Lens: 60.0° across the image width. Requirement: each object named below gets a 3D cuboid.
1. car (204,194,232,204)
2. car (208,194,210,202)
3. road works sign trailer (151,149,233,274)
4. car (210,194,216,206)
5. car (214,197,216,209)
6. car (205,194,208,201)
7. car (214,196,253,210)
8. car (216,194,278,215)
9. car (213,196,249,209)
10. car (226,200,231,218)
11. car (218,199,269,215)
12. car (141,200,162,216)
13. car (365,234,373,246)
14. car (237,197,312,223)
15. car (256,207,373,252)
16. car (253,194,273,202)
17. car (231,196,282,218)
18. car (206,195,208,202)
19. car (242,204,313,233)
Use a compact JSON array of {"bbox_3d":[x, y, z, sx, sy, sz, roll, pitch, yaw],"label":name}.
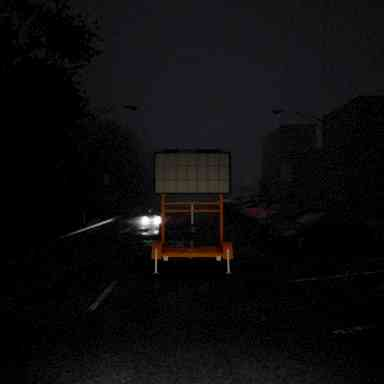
[{"bbox_3d":[5.549,1.391,70.877,5.566,2.045,2.435,1,0,-20],"label":"car"},{"bbox_3d":[5.528,1.447,52.837,4.553,1.767,2.185,1,0,-20],"label":"car"},{"bbox_3d":[0.009,0.465,10.529,2.380,3.560,2.880,0,0,0],"label":"road works sign trailer"},{"bbox_3d":[5.405,1.271,37.805,5.566,2.045,2.435,1,0,-20],"label":"car"},{"bbox_3d":[5.223,1.503,31.746,5.366,1.575,1.946,1,0,-20],"label":"car"},{"bbox_3d":[5.347,1.613,64.784,5.366,1.575,1.946,1,0,-20],"label":"car"},{"bbox_3d":[5.425,1.414,43.819,4.553,1.767,2.185,1,0,-20],"label":"car"},{"bbox_3d":[5.373,1.252,28.788,5.566,2.045,2.435,1,0,-20],"label":"car"},{"bbox_3d":[5.439,1.424,46.820,4.553,1.767,2.185,1,0,-20],"label":"car"},{"bbox_3d":[5.365,1.538,25.810,4.674,1.452,2.002,1,0,-20],"label":"car"},{"bbox_3d":[5.384,1.545,34.803,4.792,1.488,2.163,1,0,-20],"label":"car"},{"bbox_3d":[-3.874,1.517,33.094,2.128,1.511,4.902,0,0,0],"label":"car"},{"bbox_3d":[5.314,1.487,4.800,4.892,1.521,2.231,1,0,-20],"label":"car"},{"bbox_3d":[5.375,1.366,19.812,4.553,1.767,2.185,1,0,-20],"label":"car"},{"bbox_3d":[5.325,1.528,13.800,4.674,1.452,2.002,1,0,-20],"label":"car"},{"bbox_3d":[18.548,1.463,86.843,2.435,2.045,5.566,0,0,-21],"label":"car"},{"bbox_3d":[5.388,1.369,22.813,4.553,1.767,2.185,1,0,-20],"label":"car"},{"bbox_3d":[5.497,1.583,55.839,5.008,1.535,2.097,1,-1,-20],"label":"car"},{"bbox_3d":[5.304,1.518,16.792,4.792,1.488,2.163,1,0,-20],"label":"car"}]
